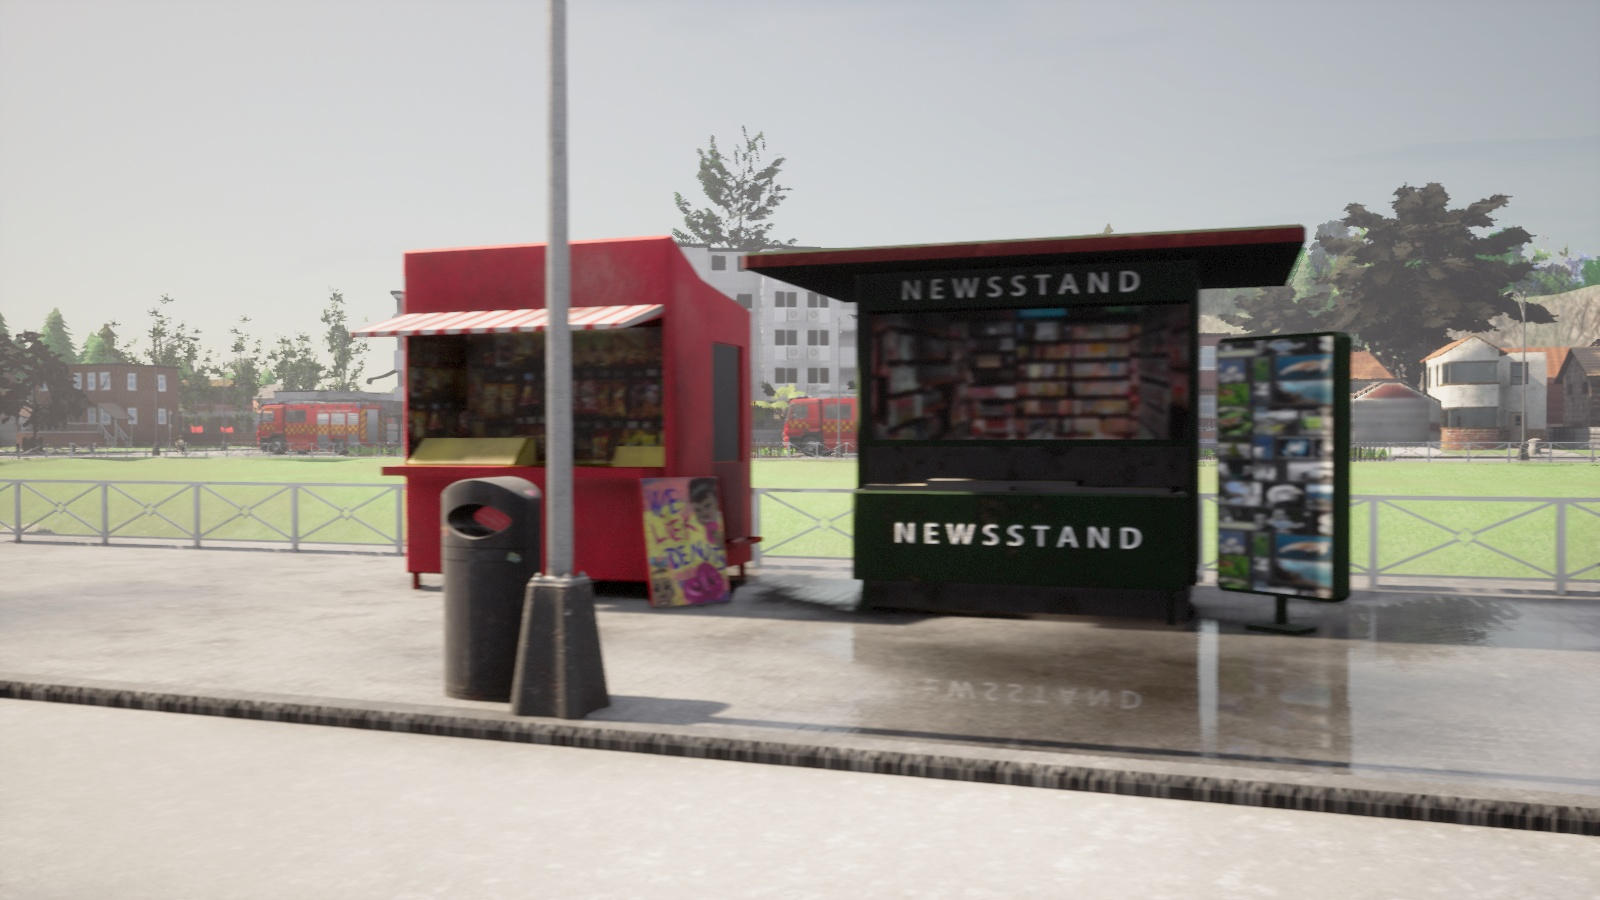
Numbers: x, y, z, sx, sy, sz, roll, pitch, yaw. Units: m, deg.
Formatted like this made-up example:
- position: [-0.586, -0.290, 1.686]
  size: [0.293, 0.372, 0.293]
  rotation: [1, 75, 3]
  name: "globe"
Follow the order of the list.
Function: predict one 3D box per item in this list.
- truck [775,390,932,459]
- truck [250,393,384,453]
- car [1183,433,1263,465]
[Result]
- position: [3.070, -1.479, 71.989]
  size: [8.468, 3.827, 2.891]
  rotation: [1, 1, 19]
  name: "truck"
- position: [-32.278, -1.803, 83.890]
  size: [8.468, 3.827, 2.891]
  rotation: [1, 1, 19]
  name: "truck"
- position: [20.801, -0.071, 61.816]
  size: [3.633, 1.501, 1.845]
  rotation: [1, 1, 19]
  name: "car"
